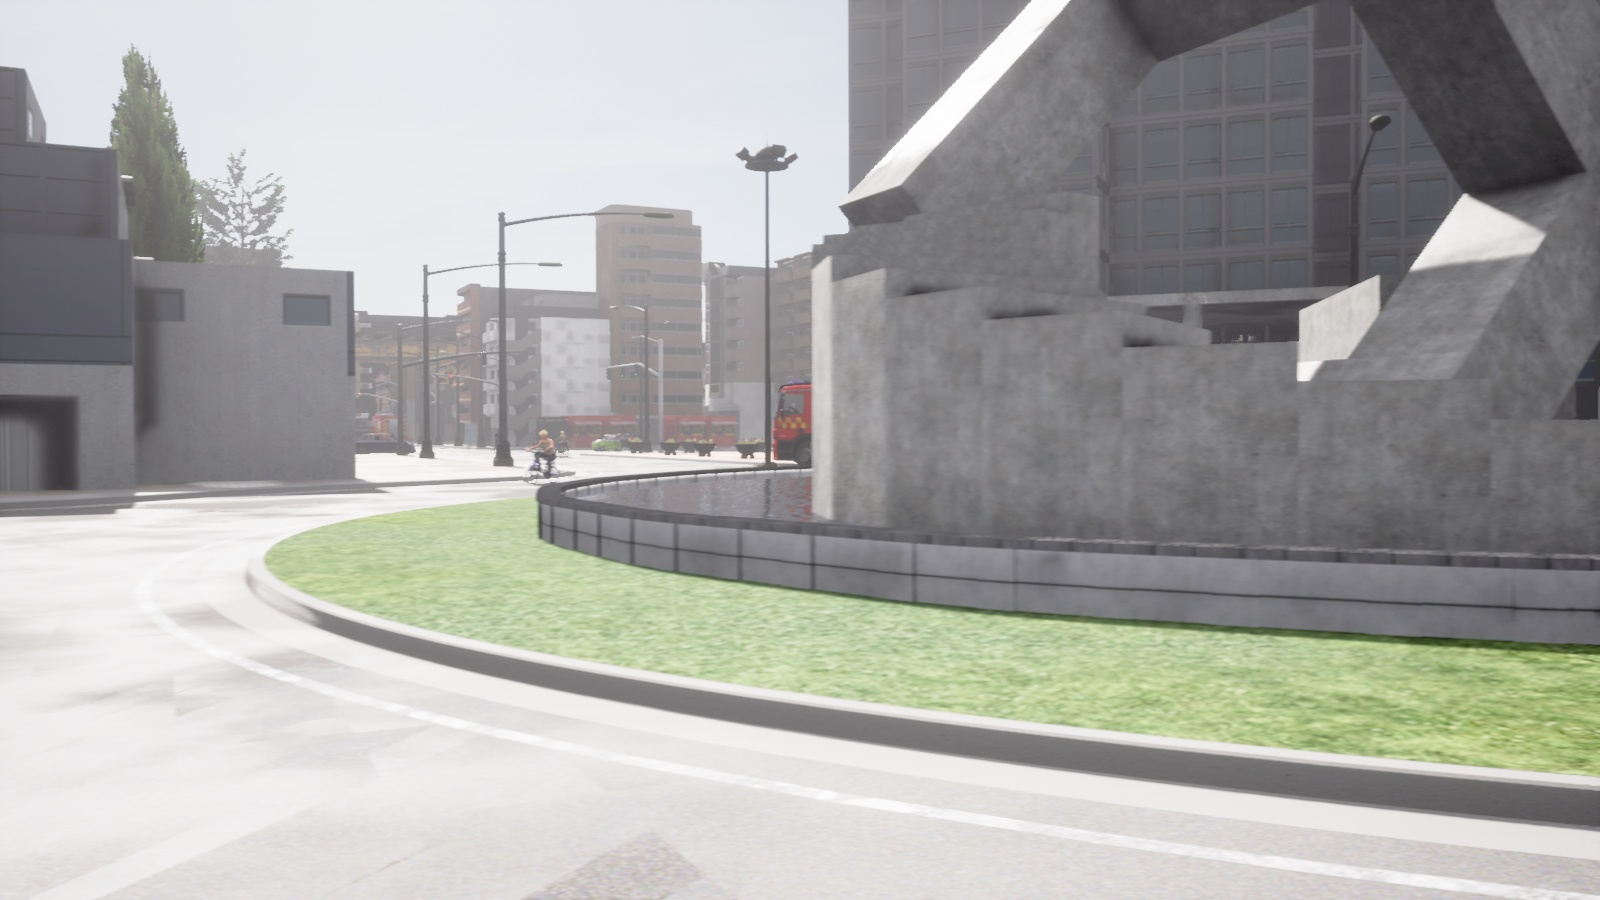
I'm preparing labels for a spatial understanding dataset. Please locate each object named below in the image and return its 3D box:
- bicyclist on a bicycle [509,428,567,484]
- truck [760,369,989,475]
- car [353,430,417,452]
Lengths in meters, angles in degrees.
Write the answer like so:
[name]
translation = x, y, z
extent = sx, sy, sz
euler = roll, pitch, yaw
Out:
[bicyclist on a bicycle]
translation = -7.707, 0.161, 36.988
extent = 0.866, 1.612, 1.509
euler = 0, 1, 29
[truck]
translation = 2.831, -1.083, 48.922
extent = 8.468, 3.827, 2.891
euler = 1, 1, 28
[car]
translation = -27.514, -0.604, 83.385
extent = 3.806, 1.475, 1.970
euler = 0, 1, -9
